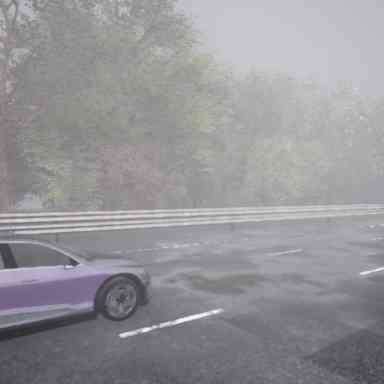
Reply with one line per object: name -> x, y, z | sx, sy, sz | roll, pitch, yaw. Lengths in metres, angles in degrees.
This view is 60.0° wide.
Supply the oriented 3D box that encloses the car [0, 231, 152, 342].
car -> -2.989, 1.468, 5.567 | 4.856, 1.649, 2.033 | 1, -1, -40
